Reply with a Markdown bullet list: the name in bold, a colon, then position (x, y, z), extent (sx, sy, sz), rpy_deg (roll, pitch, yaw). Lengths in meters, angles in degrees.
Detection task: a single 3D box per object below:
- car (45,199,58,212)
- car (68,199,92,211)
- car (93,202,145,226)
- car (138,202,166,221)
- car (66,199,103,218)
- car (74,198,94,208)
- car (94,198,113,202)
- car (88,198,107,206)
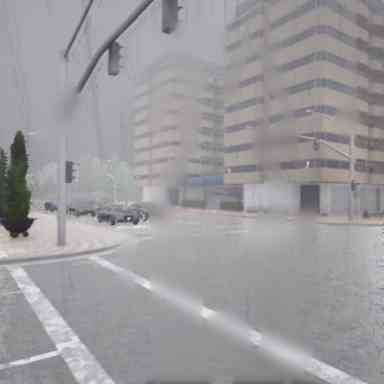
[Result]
- **car**: position (-16.595, 1.601, 40.627), extent (1.882, 1.535, 5.008), rpy_deg (1, 0, -35)
- **car**: position (-15.025, 1.730, 44.489), extent (1.994, 1.385, 4.181), rpy_deg (1, -1, -35)
- **car**: position (-5.534, 1.684, 24.791), extent (1.994, 1.385, 4.181), rpy_deg (1, 0, -35)
- **car**: position (-4.011, 1.668, 28.724), extent (1.837, 1.490, 4.892), rpy_deg (1, 0, -35)
- **car**: position (-10.830, 1.669, 32.365), extent (2.033, 1.411, 5.357), rpy_deg (1, 0, -35)
- **car**: position (-17.815, 1.777, 54.919), extent (1.994, 1.385, 4.181), rpy_deg (1, -1, -35)
- **car**: position (-9.314, 1.656, 36.311), extent (2.128, 1.511, 4.902), rpy_deg (1, 0, -35)
- **car**: position (-16.964, 1.782, 59.808), extent (1.812, 1.442, 4.674), rpy_deg (1, 0, -35)
